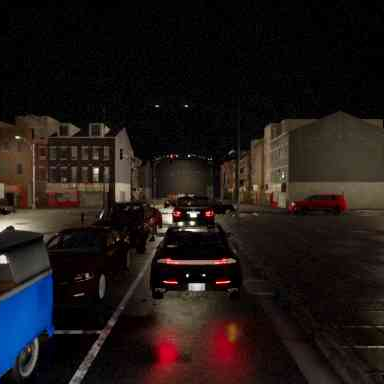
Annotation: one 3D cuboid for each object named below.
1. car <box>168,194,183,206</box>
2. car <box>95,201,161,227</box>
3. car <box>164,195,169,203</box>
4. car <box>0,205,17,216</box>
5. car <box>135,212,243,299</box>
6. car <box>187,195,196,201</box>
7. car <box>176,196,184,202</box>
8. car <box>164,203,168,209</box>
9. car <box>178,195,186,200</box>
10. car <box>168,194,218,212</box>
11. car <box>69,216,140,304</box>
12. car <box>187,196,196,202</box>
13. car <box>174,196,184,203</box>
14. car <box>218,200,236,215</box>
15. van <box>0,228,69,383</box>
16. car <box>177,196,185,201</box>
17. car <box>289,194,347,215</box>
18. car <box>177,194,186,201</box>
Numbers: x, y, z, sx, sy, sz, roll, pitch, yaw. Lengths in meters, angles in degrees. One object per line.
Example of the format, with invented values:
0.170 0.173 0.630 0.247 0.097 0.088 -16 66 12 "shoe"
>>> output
-2.731 1.345 56.335 2.192 1.841 5.009 0 0 0 "car"
-2.665 1.315 13.637 2.192 1.841 5.009 0 0 0 "car"
-2.714 1.333 45.481 2.192 1.841 5.009 0 0 0 "car"
-19.363 1.550 30.919 5.357 1.411 2.033 0 0 0 "car"
0.086 1.491 8.400 2.128 1.511 4.902 0 0 0 "car"
-0.132 1.437 86.201 2.128 1.511 4.902 0 0 0 "car"
-2.763 1.589 77.872 1.752 1.417 4.829 0 0 0 "car"
-2.672 1.546 19.071 1.887 1.381 4.507 0 0 0 "car"
-2.789 1.536 94.323 1.967 1.590 4.097 0 0 0 "car"
0.072 1.223 18.593 2.150 2.045 5.566 0 0 0 "car"
-2.655 1.544 8.203 1.887 1.381 4.507 0 0 0 "car"
-0.117 1.649 76.229 1.895 1.301 4.718 0 0 0 "car"
-2.755 1.605 72.615 2.008 1.369 4.403 0 0 0 "car"
2.008 1.366 30.920 4.553 1.767 2.097 0 0 0 "car"
-2.648 1.341 2.769 1.690 1.788 3.998 0 0 0 "van"
-2.771 1.640 83.469 1.947 1.339 4.313 0 0 0 "car"
12.789 1.238 33.864 5.566 2.045 2.150 0 0 0 "car"
-2.782 1.400 88.896 2.192 1.841 5.009 0 0 0 "car"
